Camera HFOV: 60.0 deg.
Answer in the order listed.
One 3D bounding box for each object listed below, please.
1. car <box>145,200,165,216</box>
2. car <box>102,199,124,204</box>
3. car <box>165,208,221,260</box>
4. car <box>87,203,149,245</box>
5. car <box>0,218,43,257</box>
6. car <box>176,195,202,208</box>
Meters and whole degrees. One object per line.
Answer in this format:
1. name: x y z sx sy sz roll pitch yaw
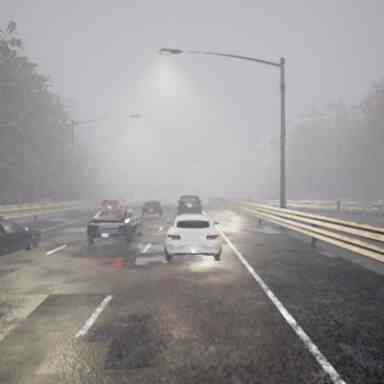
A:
1. car: -3.786 1.533 32.968 1.882 1.535 5.008 0 0 -1
2. car: -7.252 1.404 31.164 2.097 1.767 4.553 0 0 -1
3. car: 0.029 1.540 12.374 1.812 1.442 4.674 0 0 0
4. car: -3.503 1.512 15.734 2.128 1.511 4.902 0 0 -1
5. car: -6.955 1.561 11.102 2.033 1.411 5.357 0 0 0
6. car: -0.232 1.270 30.516 2.150 2.045 5.566 0 0 -1
